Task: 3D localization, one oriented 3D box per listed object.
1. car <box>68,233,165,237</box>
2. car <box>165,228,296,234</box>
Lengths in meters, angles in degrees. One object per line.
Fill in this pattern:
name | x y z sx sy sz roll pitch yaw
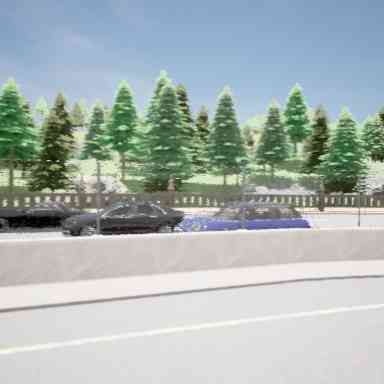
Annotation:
car | -2.639 1.147 13.460 4.892 1.490 1.837 0 1 -17
car | 1.645 1.109 11.066 4.553 1.767 2.097 0 1 -16
